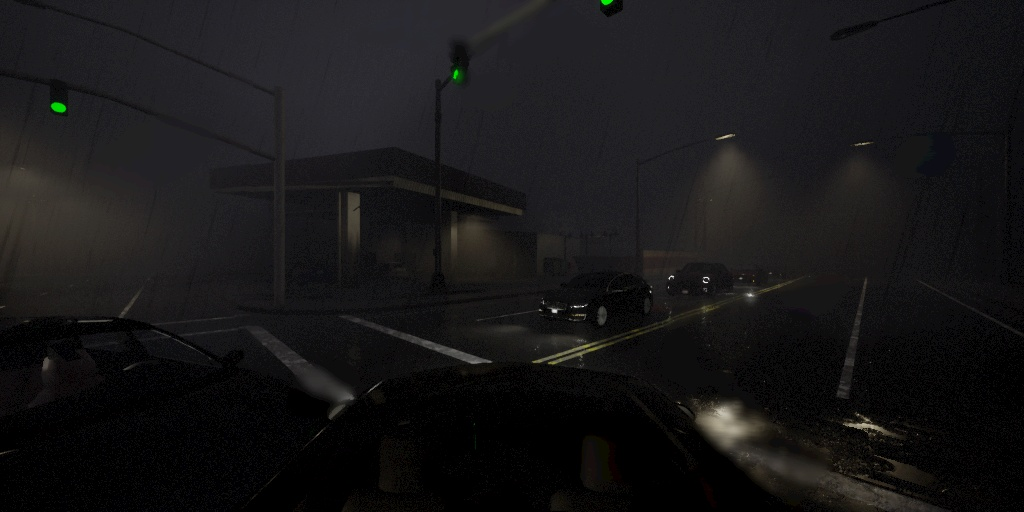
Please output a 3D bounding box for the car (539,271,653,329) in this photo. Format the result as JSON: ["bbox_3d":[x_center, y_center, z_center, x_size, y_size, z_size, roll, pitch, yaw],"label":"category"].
[{"bbox_3d":[2.867,1.255,11.530,1.837,1.490,4.892,0,0,45],"label":"car"}]

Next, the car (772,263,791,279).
[{"bbox_3d":[23.741,1.314,32.365,4.181,1.385,1.994,0,0,-45],"label":"car"}]

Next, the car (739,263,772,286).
[{"bbox_3d":[16.616,1.314,25.303,1.994,1.385,4.181,0,0,44],"label":"car"}]

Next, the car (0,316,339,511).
[{"bbox_3d":[-3.424,1.242,2.505,4.902,1.511,2.128,0,0,15],"label":"car"}]

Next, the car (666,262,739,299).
[{"bbox_3d":[9.698,1.102,18.384,4.553,1.767,2.097,0,0,-45],"label":"car"}]
